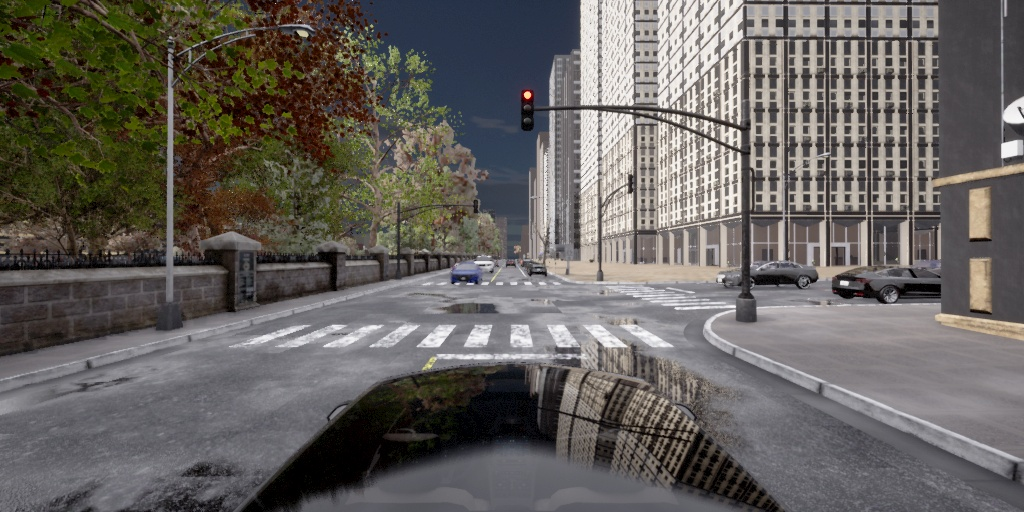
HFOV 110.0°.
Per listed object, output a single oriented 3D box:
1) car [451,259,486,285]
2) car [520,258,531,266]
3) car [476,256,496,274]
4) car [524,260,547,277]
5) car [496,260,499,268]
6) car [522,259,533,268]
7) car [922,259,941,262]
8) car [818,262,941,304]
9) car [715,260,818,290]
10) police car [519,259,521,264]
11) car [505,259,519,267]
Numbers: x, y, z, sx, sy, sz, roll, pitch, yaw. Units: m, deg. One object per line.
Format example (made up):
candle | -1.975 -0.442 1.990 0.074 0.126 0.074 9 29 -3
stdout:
car | -3.217 1.236 26.111 1.882 1.535 5.008 0 0 0
car | 2.465 1.339 47.342 1.948 1.339 4.313 0 0 0
car | -3.308 0.988 42.195 2.150 2.045 5.566 0 0 -1
car | 2.521 1.330 36.077 1.948 1.339 4.313 0 0 0
car | -3.352 1.317 63.663 1.812 1.442 4.674 0 0 0
car | 2.493 1.334 41.709 1.948 1.339 4.313 0 0 0
car | 23.474 0.881 19.442 5.357 1.411 2.033 -1 0 -1
car | 14.630 1.026 13.555 4.313 1.339 1.948 0 0 -1
car | 13.656 0.993 19.349 4.902 1.511 2.128 -1 0 0
police car | 2.824 1.217 64.501 1.930 1.638 5.238 0 0 0
car | -0.213 1.298 65.109 1.837 1.490 4.892 0 0 0
